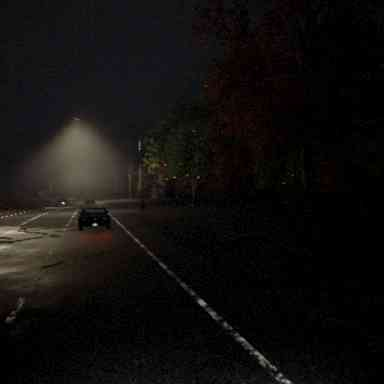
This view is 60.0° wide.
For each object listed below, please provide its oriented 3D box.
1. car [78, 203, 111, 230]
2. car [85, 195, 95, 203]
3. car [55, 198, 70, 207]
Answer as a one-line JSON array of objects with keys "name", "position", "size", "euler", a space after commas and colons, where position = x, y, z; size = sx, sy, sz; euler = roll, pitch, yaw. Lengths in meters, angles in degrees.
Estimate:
[{"name": "car", "position": [-6.477, 1.660, 22.005], "size": [1.895, 1.301, 4.718], "euler": [-2, 0, -17]}, {"name": "car", "position": [-19.916, 1.777, 64.832], "size": [1.895, 1.301, 4.718], "euler": [-2, 0, -17]}, {"name": "car", "position": [-22.567, 1.807, 57.900], "size": [1.837, 1.490, 4.892], "euler": [-2, 0, -11]}]
